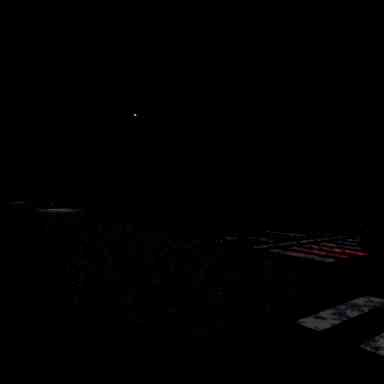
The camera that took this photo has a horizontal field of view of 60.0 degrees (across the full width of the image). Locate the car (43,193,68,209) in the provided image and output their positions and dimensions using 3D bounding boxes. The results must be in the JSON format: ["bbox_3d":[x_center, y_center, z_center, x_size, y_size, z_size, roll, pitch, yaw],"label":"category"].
[{"bbox_3d":[-18.559,1.214,45.138,2.150,2.045,5.566,1,0,-36],"label":"car"}]

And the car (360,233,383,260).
[{"bbox_3d":[7.347,1.585,9.019,1.895,1.301,4.718,0,1,-36],"label":"car"}]

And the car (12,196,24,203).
[{"bbox_3d":[-37.621,1.520,71.704,1.812,1.442,4.674,1,-1,-36],"label":"car"}]
